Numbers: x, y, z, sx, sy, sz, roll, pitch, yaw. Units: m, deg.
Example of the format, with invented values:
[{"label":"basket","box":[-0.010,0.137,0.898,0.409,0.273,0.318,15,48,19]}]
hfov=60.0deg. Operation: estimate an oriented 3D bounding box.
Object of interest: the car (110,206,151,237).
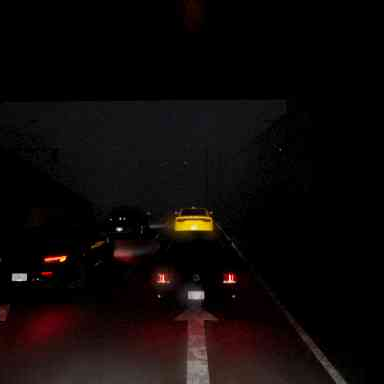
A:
[{"label":"car","box":[-3.413,1.504,18.051,1.837,1.490,4.892,0,0,0]}]

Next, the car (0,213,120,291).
[{"label":"car","box":[-3.418,1.525,8.893,1.812,1.442,4.674,0,0,0]}]

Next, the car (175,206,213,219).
[{"label":"car","box":[0.088,1.477,17.644,1.882,1.535,5.008,0,0,0]}]

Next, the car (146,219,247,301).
[{"label":"car","box":[0.086,1.600,8.300,1.895,1.301,4.718,0,0,0]}]
